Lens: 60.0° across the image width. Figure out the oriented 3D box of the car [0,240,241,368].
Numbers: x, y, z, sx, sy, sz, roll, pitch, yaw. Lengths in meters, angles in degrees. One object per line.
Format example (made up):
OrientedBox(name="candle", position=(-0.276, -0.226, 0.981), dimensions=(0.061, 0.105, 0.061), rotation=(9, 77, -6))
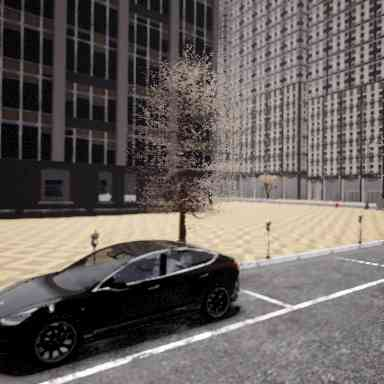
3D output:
OrientedBox(name="car", position=(-1.047, 1.580, 5.807), dimensions=(4.313, 1.339, 1.947), rotation=(0, 0, -36))
